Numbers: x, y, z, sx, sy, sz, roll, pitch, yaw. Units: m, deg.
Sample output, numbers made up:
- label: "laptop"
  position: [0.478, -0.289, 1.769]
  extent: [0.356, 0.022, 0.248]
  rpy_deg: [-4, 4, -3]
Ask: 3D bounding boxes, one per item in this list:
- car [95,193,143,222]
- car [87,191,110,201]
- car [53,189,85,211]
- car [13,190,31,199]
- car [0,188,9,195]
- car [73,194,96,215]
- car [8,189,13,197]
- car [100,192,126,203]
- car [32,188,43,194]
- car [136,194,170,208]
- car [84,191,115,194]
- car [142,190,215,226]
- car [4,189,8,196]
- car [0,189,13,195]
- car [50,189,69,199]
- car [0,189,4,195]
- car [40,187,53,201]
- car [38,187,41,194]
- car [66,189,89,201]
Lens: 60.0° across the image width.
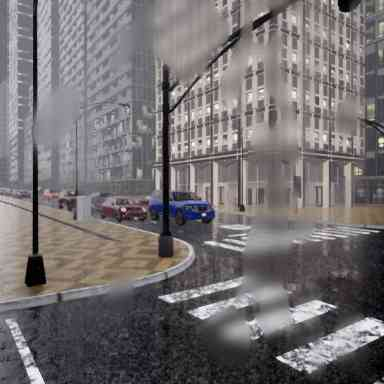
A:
- label: "car"
  position: [-4.606, 1.070, 22.227]
  extent: [1.967, 1.590, 4.097]
  rpy_deg: [1, 0, -36]
- label: "car"
  position: [-14.041, 0.647, 49.830]
  extent: [1.947, 1.339, 4.313]
  rpy_deg: [1, 0, -36]
- label: "car"
  position: [-11.086, 0.731, 31.296]
  extent: [2.192, 1.841, 5.009]
  rpy_deg: [1, 0, -36]
- label: "car"
  position: [-27.302, 0.424, 53.969]
  extent: [1.887, 1.381, 4.507]
  rpy_deg: [1, 0, -36]
- label: "car"
  position: [-43.511, -0.111, 76.641]
  extent: [1.887, 1.381, 4.507]
  rpy_deg: [1, 0, -36]
- label: "car"
  position: [-7.851, 1.105, 26.762]
  extent: [1.802, 1.307, 4.206]
  rpy_deg: [1, 0, -36]
- label: "car"
  position: [-30.543, 0.323, 58.503]
  extent: [2.008, 1.369, 4.403]
  rpy_deg: [1, 0, -36]
- label: "car"
  position: [-10.896, 0.710, 45.432]
  extent: [1.752, 1.417, 4.829]
  rpy_deg: [1, 0, -36]
- label: "car"
  position: [-39.986, -0.210, 86.119]
  extent: [1.947, 1.339, 4.313]
  rpy_deg: [1, 0, -36]
- label: "car"
  position: [-4.312, 0.985, 36.221]
  extent: [1.802, 1.307, 4.206]
  rpy_deg: [1, 0, -36]
- label: "car"
  position: [-8.314, 0.785, 31.845]
  extent: [2.097, 1.767, 4.553]
  rpy_deg: [0, 1, -36]
- label: "car"
  position: [-0.832, 0.903, 21.435]
  extent: [2.150, 2.045, 5.566]
  rpy_deg: [0, 1, -34]
- label: "car"
  position: [-33.785, 0.210, 63.038]
  extent: [1.887, 1.381, 4.507]
  rpy_deg: [1, 0, -36]
- label: "car"
  position: [-40.270, 0.017, 72.107]
  extent: [1.947, 1.339, 4.313]
  rpy_deg: [1, 0, -36]
- label: "car"
  position: [-23.122, 0.332, 58.054]
  extent: [1.882, 1.535, 5.008]
  rpy_deg: [0, 1, -36]
- label: "car"
  position: [-37.027, 0.109, 67.572]
  extent: [2.008, 1.369, 4.403]
  rpy_deg: [1, 0, -36]
- label: "car"
  position: [-20.312, 0.384, 48.786]
  extent: [2.097, 1.767, 4.553]
  rpy_deg: [0, 1, -35]
- label: "car"
  position: [-33.499, -0.017, 77.046]
  extent: [1.887, 1.381, 4.507]
  rpy_deg: [1, 0, -36]
- label: "car"
  position: [-17.179, 0.403, 49.739]
  extent: [2.097, 1.767, 4.553]
  rpy_deg: [0, 1, -36]
